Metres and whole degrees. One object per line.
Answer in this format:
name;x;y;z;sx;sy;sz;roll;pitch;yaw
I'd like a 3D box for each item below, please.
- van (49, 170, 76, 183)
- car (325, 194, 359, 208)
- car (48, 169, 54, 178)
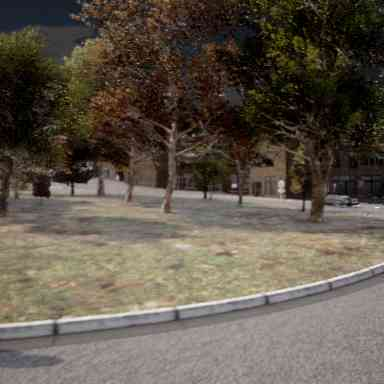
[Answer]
van;-31.473;-3.771;80.936;1.878;1.987;4.442;7;6;37
car;16.250;0.972;37.895;2.033;1.411;5.357;0;1;-22
car;-33.185;-4.104;83.365;2.435;2.045;5.566;7;7;37
